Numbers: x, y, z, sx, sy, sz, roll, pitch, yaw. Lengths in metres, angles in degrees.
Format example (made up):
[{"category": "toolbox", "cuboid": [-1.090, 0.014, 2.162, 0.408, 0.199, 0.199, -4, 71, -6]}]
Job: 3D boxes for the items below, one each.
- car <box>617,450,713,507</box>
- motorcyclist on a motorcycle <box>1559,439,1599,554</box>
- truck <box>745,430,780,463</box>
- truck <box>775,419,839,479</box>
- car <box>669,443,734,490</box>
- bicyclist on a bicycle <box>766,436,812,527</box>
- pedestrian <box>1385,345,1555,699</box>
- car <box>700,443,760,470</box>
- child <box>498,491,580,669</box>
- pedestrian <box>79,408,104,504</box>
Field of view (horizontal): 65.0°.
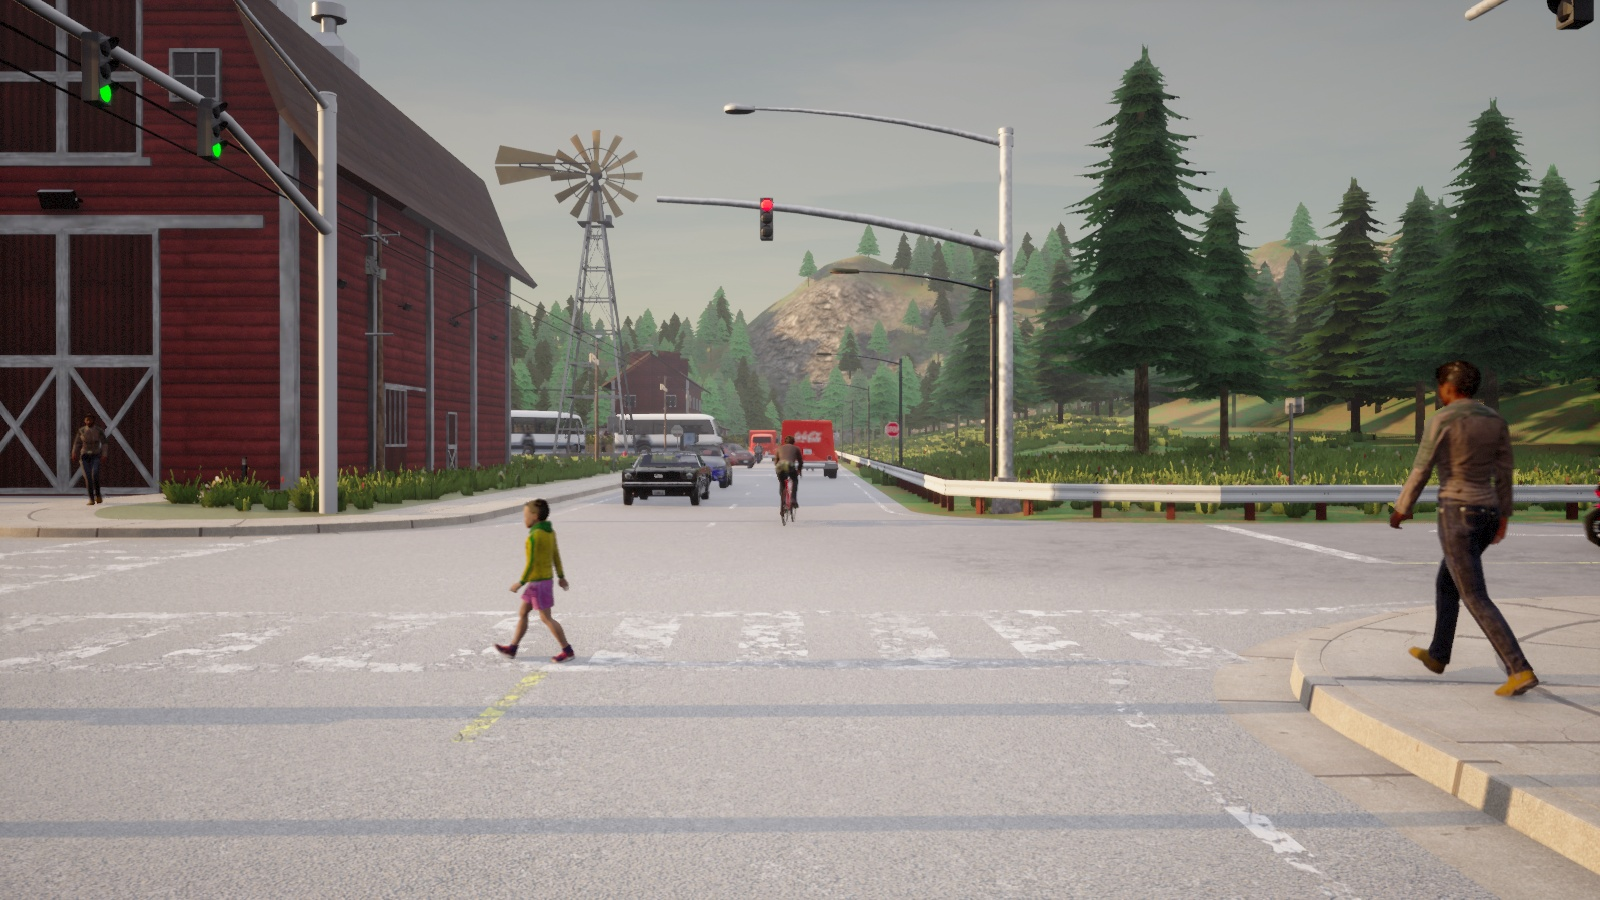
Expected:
[{"category": "car", "cuboid": [-3.310, 0.665, 31.709, 1.895, 1.301, 4.718, 0, 0, 0]}, {"category": "motorcyclist on a motorcycle", "cuboid": [11.559, 0.615, 17.045, 2.044, 1.523, 0.797, 0, 0, -1]}, {"category": "truck", "cuboid": [-2.936, -0.312, 99.367, 2.627, 2.467, 5.204, 0, 1, 0]}, {"category": "truck", "cuboid": [0.316, -0.047, 54.406, 2.627, 2.467, 5.204, 0, 0, 0]}, {"category": "car", "cuboid": [-3.252, 0.519, 42.212, 1.816, 1.474, 4.193, 0, 0, 0]}, {"category": "bicyclist on a bicycle", "cuboid": [-0.181, 0.559, 23.029, 0.582, 1.620, 1.656, -1, 0, 8]}, {"category": "pedestrian", "cuboid": [3.637, 0.366, 6.867, 0.328, 1.805, 0.869, 0, 0, -12]}, {"category": "car", "cuboid": [-4.006, 0.352, 71.737, 1.845, 1.501, 3.633, 0, 0, -33]}, {"category": "child", "cuboid": [-1.748, 0.862, 8.443, 0.473, 1.160, 0.299, 0, 0, 5]}, {"category": "pedestrian", "cuboid": [-13.588, 0.114, 24.087, 0.328, 1.805, 0.869, 0, 0, -23]}]
